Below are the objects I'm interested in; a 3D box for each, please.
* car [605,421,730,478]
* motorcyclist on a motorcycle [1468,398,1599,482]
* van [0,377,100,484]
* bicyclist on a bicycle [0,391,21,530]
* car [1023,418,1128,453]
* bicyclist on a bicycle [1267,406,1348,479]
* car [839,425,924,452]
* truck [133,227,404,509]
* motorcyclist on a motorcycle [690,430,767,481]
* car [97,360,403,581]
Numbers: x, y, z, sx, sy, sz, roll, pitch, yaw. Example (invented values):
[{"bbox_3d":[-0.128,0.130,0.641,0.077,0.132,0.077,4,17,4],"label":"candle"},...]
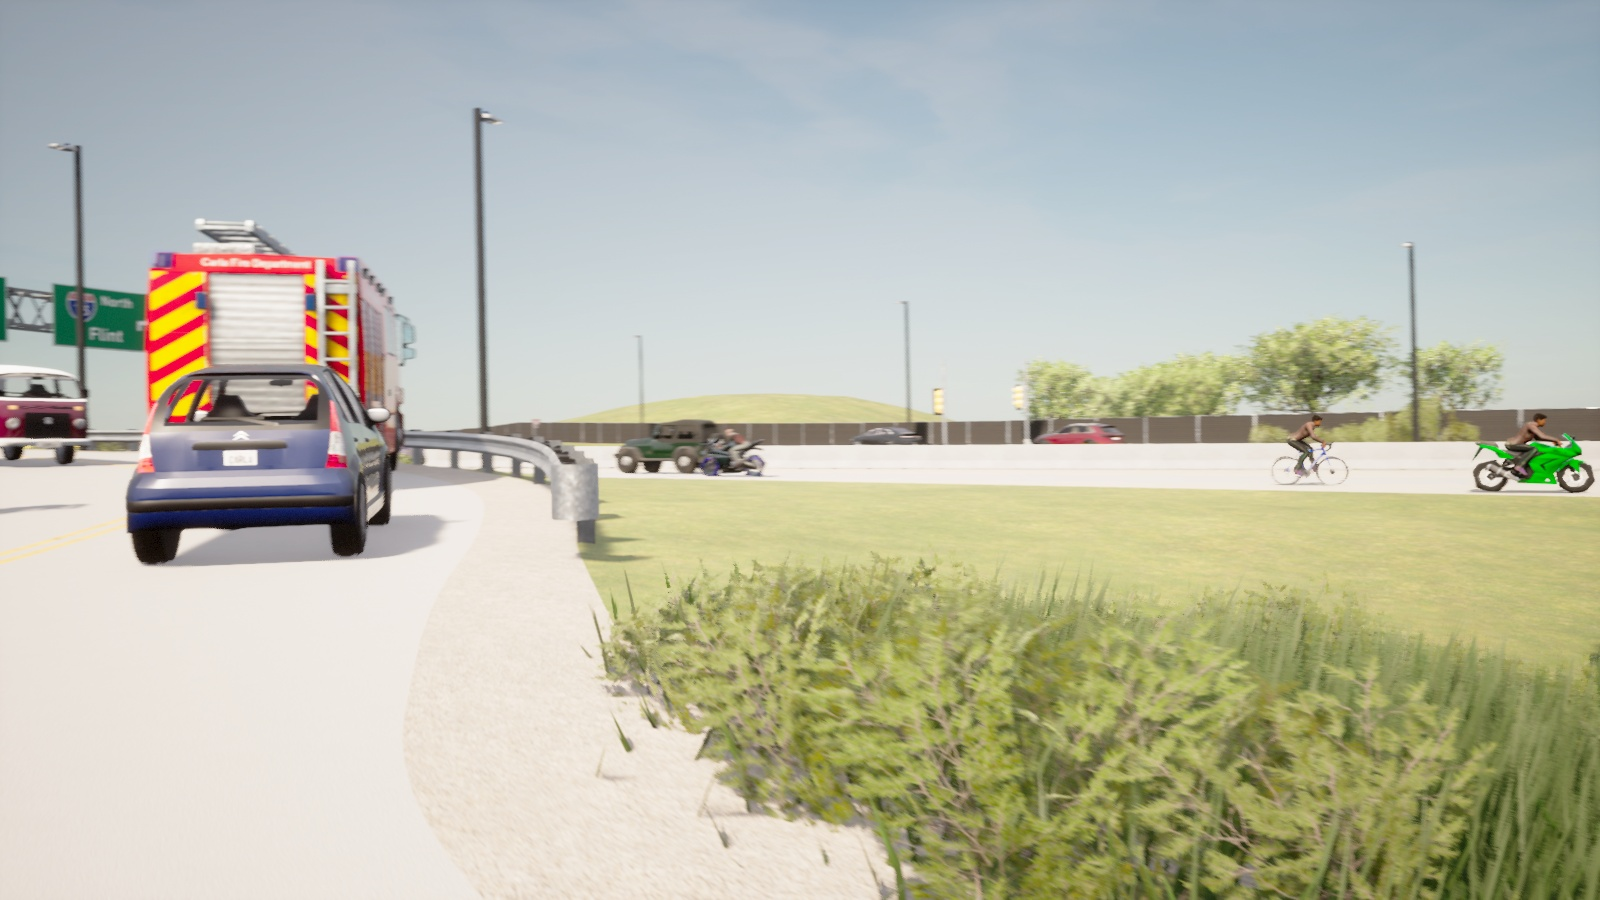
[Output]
[{"bbox_3d":[-4.612,-0.016,43.752,3.866,1.878,1.905,-1,0,25],"label":"car"},{"bbox_3d":[13.838,-0.182,23.769,2.044,1.523,0.797,-1,0,25],"label":"motorcyclist on a motorcycle"},{"bbox_3d":[-16.501,-0.425,25.733,4.480,2.038,2.069,1,2,36],"label":"van"},{"bbox_3d":[-9.723,0.141,14.428,0.866,1.612,1.509,-3,3,-17],"label":"bicyclist on a bicycle"},{"bbox_3d":[13.554,-0.715,62.065,2.033,1.649,4.856,-2,1,-38],"label":"car"},{"bbox_3d":[11.582,-0.169,28.650,1.656,1.620,0.582,-1,0,25],"label":"bicyclist on a bicycle"},{"bbox_3d":[4.706,-0.654,73.191,2.128,1.511,4.902,-2,1,-38],"label":"car"},{"bbox_3d":[-8.632,-1.265,21.543,2.891,3.827,8.468,-2,2,-14],"label":"truck"},{"bbox_3d":[-2.220,0.182,38.811,2.191,1.530,0.866,-1,0,25],"label":"motorcyclist on a motorcycle"},{"bbox_3d":[-4.789,0.076,11.542,1.851,1.617,3.988,-2,2,-14],"label":"car"}]
